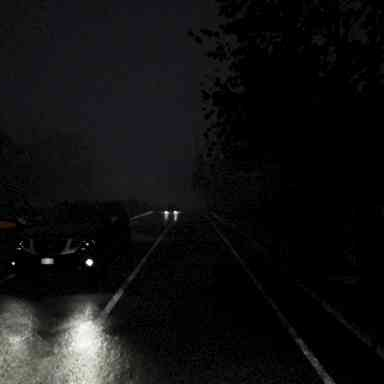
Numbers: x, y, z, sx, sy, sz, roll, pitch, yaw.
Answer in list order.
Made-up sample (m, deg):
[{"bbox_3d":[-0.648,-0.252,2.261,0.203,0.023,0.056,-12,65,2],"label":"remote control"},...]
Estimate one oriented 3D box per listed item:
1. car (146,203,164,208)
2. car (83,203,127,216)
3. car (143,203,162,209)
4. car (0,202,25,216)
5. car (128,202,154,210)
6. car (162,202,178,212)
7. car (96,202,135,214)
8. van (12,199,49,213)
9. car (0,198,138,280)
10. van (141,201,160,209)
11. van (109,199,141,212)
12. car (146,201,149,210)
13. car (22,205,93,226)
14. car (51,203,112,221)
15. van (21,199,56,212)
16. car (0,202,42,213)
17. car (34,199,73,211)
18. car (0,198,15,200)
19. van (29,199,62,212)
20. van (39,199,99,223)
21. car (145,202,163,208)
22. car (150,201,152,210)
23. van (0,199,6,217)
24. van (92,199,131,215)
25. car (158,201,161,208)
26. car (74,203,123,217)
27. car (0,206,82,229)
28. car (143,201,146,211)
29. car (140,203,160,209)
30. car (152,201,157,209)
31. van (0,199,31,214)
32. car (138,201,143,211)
[{"bbox_3d":[-10.268,3.723,92.334,4.892,1.521,2.231,0,-2,0],"label":"car"},{"bbox_3d":[-10.314,2.049,39.633,4.674,1.452,2.002,0,-1,0],"label":"car"},{"bbox_3d":[-10.308,3.551,86.784,4.792,1.488,2.163,0,-2,0],"label":"car"},{"bbox_3d":[-23.207,2.009,39.813,5.366,1.575,1.946,0,-1,0],"label":"car"},{"bbox_3d":[-10.286,2.851,67.363,4.892,1.521,2.231,0,-2,0],"label":"car"},{"bbox_3d":[-3.310,2.439,54.414,1.837,1.490,4.892,0,-2,0],"label":"car"},{"bbox_3d":[-10.337,2.141,45.191,4.792,1.488,2.163,0,-2,0],"label":"car"},{"bbox_3d":[-23.269,1.952,47.975,4.442,1.987,1.878,0,-2,0],"label":"van"},{"bbox_3d":[-3.348,1.270,10.471,2.150,2.045,5.566,0,0,0],"label":"car"},{"bbox_3d":[-10.397,3.200,84.018,4.442,1.987,1.878,0,-2,0],"label":"van"},{"bbox_3d":[-10.187,2.048,50.723,4.442,1.987,1.878,0,-2,0],"label":"van"},{"bbox_3d":[-10.294,2.466,56.264,5.008,1.535,2.097,0,-2,0],"label":"car"},{"bbox_3d":[-10.324,1.792,25.754,4.674,1.452,2.002,0,-1,0],"label":"car"},{"bbox_3d":[-10.323,1.855,31.307,5.008,1.535,2.097,0,-1,0],"label":"car"},{"bbox_3d":[-23.500,2.052,50.877,4.442,1.987,1.878,0,-2,0],"label":"van"},{"bbox_3d":[-23.393,2.114,45.351,5.008,1.535,2.097,0,-1,0],"label":"car"},{"bbox_3d":[-23.351,2.214,56.290,5.566,2.045,2.435,0,-2,0],"label":"car"},{"bbox_3d":[-10.297,1.398,20.209,5.566,2.045,2.435,0,-1,0],"label":"car"},{"bbox_3d":[-23.498,2.144,53.520,4.442,1.987,1.878,0,-2,0],"label":"van"},{"bbox_3d":[-10.436,1.578,28.535,4.442,1.987,1.878,0,-1,0],"label":"van"},{"bbox_3d":[-10.308,3.494,89.561,4.553,1.767,2.185,0,-2,0],"label":"car"},{"bbox_3d":[-10.265,2.532,61.818,4.553,1.767,2.185,0,-2,0],"label":"car"},{"bbox_3d":[-23.510,1.735,37.046,4.442,1.987,1.878,0,-1,0],"label":"van"},{"bbox_3d":[-10.193,1.835,42.414,4.442,1.987,1.878,0,-1,0],"label":"van"},{"bbox_3d":[-10.103,3.039,72.911,5.366,1.575,1.946,0,-2,0],"label":"car"},{"bbox_3d":[-10.284,1.987,36.856,4.792,1.488,2.163,0,-1,0],"label":"car"},{"bbox_3d":[-10.353,1.730,22.980,4.792,1.488,2.163,0,-1,0],"label":"car"},{"bbox_3d":[-10.304,2.410,53.489,4.674,1.452,2.002,0,-2,0],"label":"car"},{"bbox_3d":[-10.253,3.359,81.234,4.792,1.488,2.163,0,-2,0],"label":"car"},{"bbox_3d":[-10.109,2.751,64.588,5.366,1.575,1.946,0,-2,0],"label":"car"},{"bbox_3d":[-23.272,1.837,42.585,4.442,1.987,1.878,0,-1,0],"label":"van"},{"bbox_3d":[-10.334,1.927,47.950,5.566,2.045,2.435,0,-2,0],"label":"car"}]
